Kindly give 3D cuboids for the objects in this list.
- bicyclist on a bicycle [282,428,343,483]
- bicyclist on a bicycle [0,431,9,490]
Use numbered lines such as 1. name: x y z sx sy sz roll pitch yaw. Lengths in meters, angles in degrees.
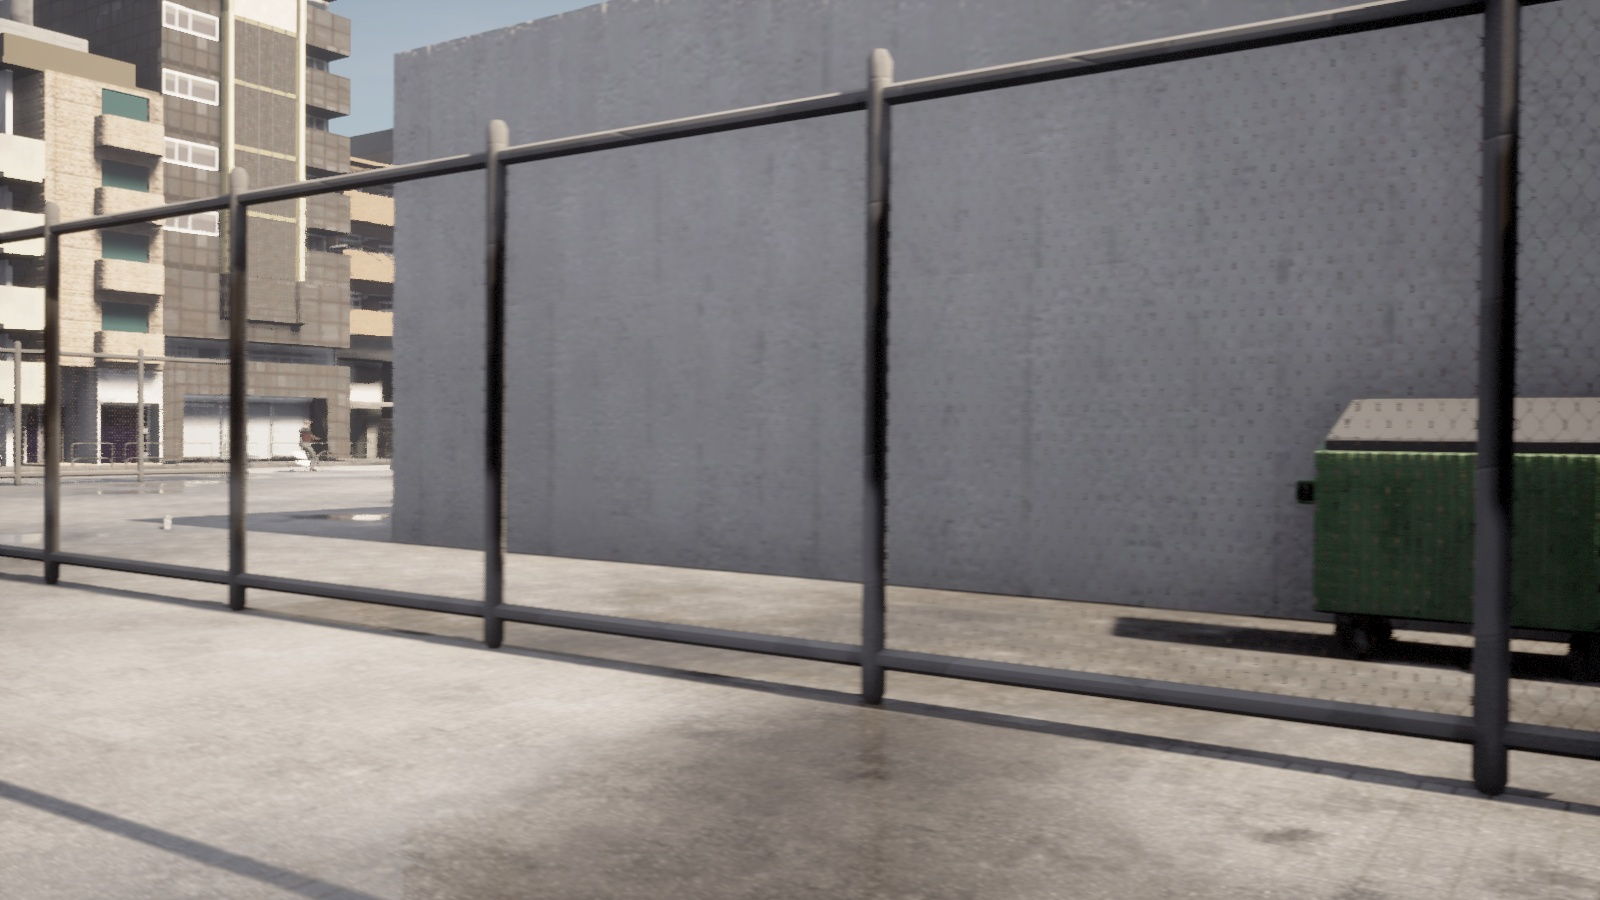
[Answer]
1. bicyclist on a bicycle: -16.333 0.175 42.085 0.659 1.776 1.843 0 1 34
2. bicyclist on a bicycle: -24.478 0.318 37.014 0.659 1.776 1.843 0 1 33
